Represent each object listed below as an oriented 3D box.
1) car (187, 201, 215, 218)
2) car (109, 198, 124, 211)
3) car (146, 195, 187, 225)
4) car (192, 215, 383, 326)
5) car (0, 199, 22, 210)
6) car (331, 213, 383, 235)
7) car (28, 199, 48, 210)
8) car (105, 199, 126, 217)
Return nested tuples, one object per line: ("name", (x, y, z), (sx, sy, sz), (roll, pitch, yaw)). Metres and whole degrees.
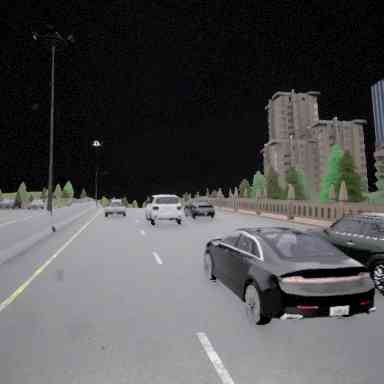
("car", (0.578, 1.496, 28.505), (2.128, 1.511, 4.902), (0, 0, -12))
("car", (-9.556, 1.564, 42.225), (1.812, 1.442, 4.674), (0, -1, -12))
("car", (-2.144, 1.229, 24.543), (2.150, 2.045, 5.566), (0, 0, -12))
("car", (1.618, 1.494, 7.175), (2.128, 1.511, 4.902), (0, 0, -12))
("car", (-24.645, 1.634, 45.280), (1.812, 1.442, 4.674), (0, -2, -12))
("car", (4.801, 1.349, 9.011), (2.097, 1.767, 4.553), (0, 0, -12))
("car", (-21.223, 1.760, 46.013), (1.812, 1.442, 4.674), (0, -2, -12))
("car", (-7.335, 1.615, 31.975), (1.895, 1.301, 4.718), (0, 0, -12))
